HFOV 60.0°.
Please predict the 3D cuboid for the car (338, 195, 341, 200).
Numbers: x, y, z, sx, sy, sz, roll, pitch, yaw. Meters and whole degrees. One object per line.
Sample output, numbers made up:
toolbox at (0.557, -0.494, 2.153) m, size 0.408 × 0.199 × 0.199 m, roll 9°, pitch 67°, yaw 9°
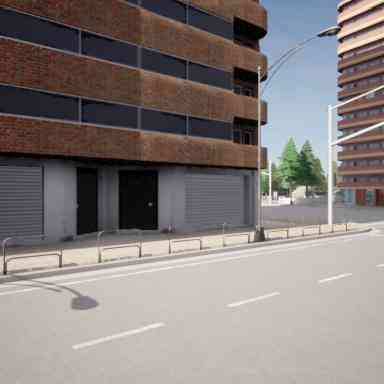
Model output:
car at (38.083, 1.469, 82.783) m, size 4.674 × 1.442 × 1.812 m, roll 0°, pitch 0°, yaw -16°
